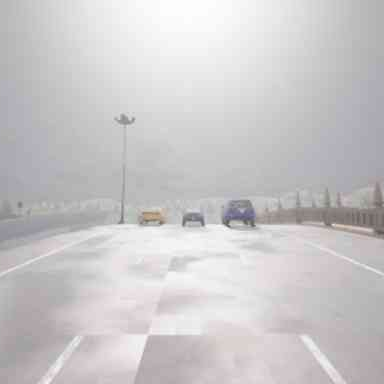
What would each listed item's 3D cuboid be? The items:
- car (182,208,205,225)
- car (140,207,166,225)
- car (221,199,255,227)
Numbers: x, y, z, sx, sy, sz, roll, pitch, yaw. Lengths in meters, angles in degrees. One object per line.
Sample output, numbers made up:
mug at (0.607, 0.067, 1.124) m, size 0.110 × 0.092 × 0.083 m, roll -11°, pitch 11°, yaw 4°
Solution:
car at (0.109, 2.118, 28.892) m, size 1.812 × 1.442 × 4.674 m, roll 0°, pitch -4°, yaw 0°
car at (-3.391, 2.128, 29.716) m, size 1.882 × 1.535 × 5.008 m, roll 0°, pitch -4°, yaw 0°
car at (3.609, 1.669, 26.654) m, size 2.150 × 2.045 × 5.566 m, roll 0°, pitch -3°, yaw 0°
